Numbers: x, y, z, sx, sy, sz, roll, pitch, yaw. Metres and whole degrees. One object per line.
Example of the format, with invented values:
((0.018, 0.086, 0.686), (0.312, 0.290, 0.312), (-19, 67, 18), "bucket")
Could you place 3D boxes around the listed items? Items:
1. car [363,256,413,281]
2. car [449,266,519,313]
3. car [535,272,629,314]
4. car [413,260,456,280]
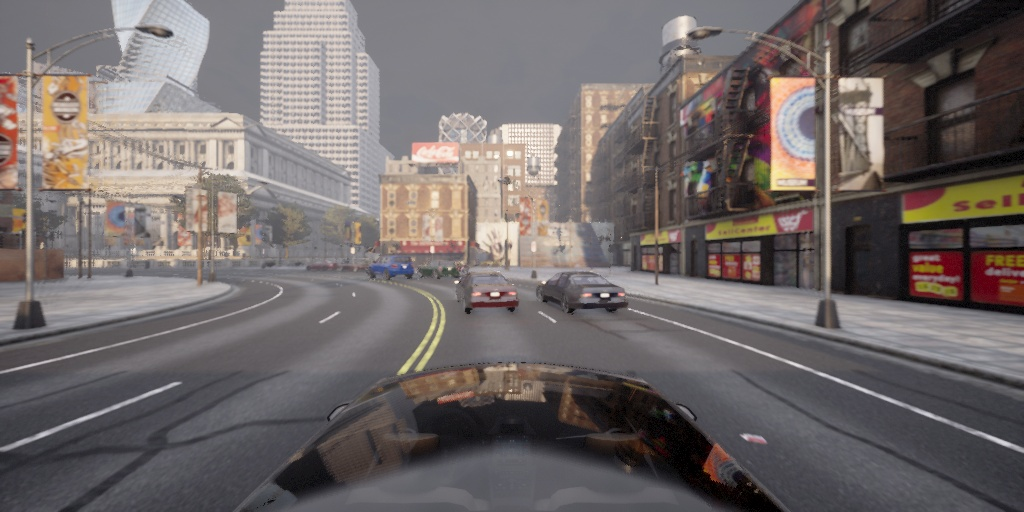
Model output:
((-10.597, 0.994, 31.278), (2.150, 2.045, 5.566), (0, 0, -43), "car")
((-1.165, 1.307, 14.207), (2.033, 1.411, 5.357), (0, 0, -14), "car")
((2.444, 1.307, 13.934), (2.033, 1.411, 5.357), (0, 0, -12), "car")
((-6.613, 1.125, 31.833), (2.097, 1.767, 4.553), (0, 0, -39), "car")
